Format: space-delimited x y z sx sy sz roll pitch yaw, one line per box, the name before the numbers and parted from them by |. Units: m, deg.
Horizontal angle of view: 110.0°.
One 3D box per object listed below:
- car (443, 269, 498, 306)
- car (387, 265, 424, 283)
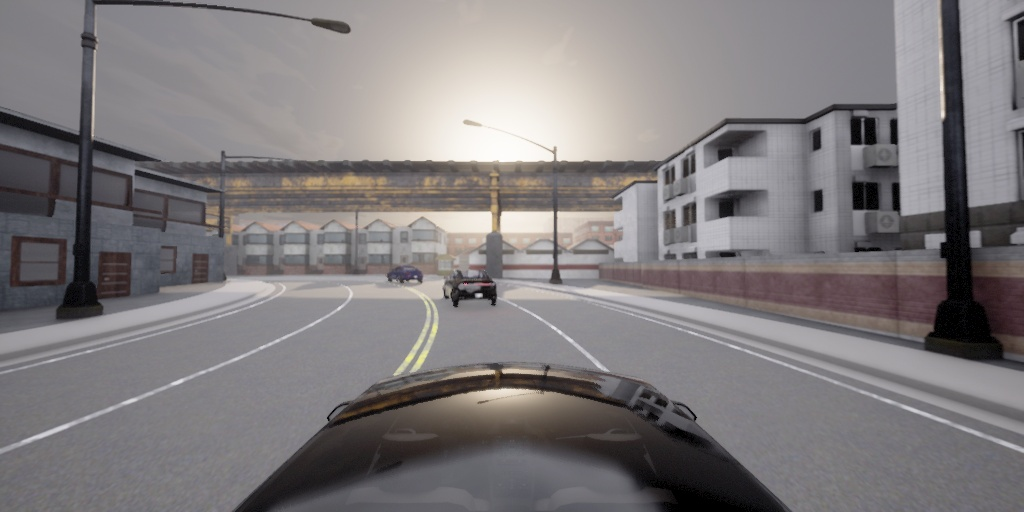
car | -2.023 1.360 16.484 2.128 1.511 4.902 0 0 -17
car | -9.068 1.513 30.402 1.812 1.442 4.674 1 -1 -37
